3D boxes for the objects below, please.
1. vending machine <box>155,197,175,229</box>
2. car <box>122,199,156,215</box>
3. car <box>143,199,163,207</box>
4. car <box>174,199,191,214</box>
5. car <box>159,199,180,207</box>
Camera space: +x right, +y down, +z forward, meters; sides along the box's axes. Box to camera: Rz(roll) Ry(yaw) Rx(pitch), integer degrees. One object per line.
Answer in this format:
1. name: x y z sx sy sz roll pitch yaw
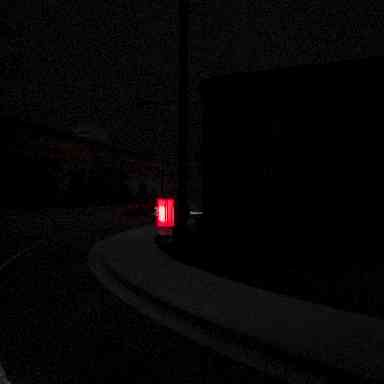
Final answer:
1. vending machine: -1.835 1.402 22.648 1.100 2.100 0.880 0 -1 21
2. car: -5.985 1.677 37.998 2.097 1.767 4.553 0 -1 20
3. car: -7.482 2.100 64.228 1.812 1.442 4.674 0 -1 21
4. car: -1.593 1.934 39.742 1.994 1.385 4.181 0 -1 20
5. car: -4.192 2.078 63.032 2.128 1.511 4.902 0 -1 21
